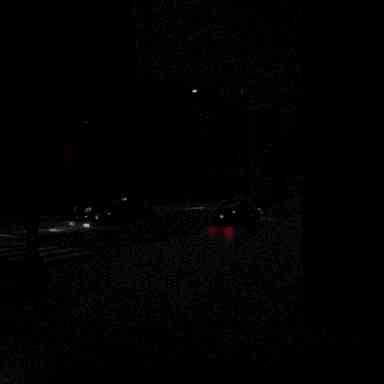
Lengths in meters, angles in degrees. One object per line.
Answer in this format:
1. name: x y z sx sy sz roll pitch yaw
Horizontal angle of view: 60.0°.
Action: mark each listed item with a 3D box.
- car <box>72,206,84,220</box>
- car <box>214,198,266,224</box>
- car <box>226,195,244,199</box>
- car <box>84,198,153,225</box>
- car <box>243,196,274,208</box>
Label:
1. car: -7.162 1.298 26.368 2.097 1.767 4.553 0 0 35
2. car: 3.317 1.428 23.987 1.812 1.442 4.674 0 0 36
3. car: 5.728 1.201 44.514 2.097 1.767 4.553 0 0 36
4. car: -4.879 1.431 23.972 2.128 1.511 4.902 0 0 35
5. car: 8.886 1.439 43.343 1.895 1.301 4.718 0 0 36
